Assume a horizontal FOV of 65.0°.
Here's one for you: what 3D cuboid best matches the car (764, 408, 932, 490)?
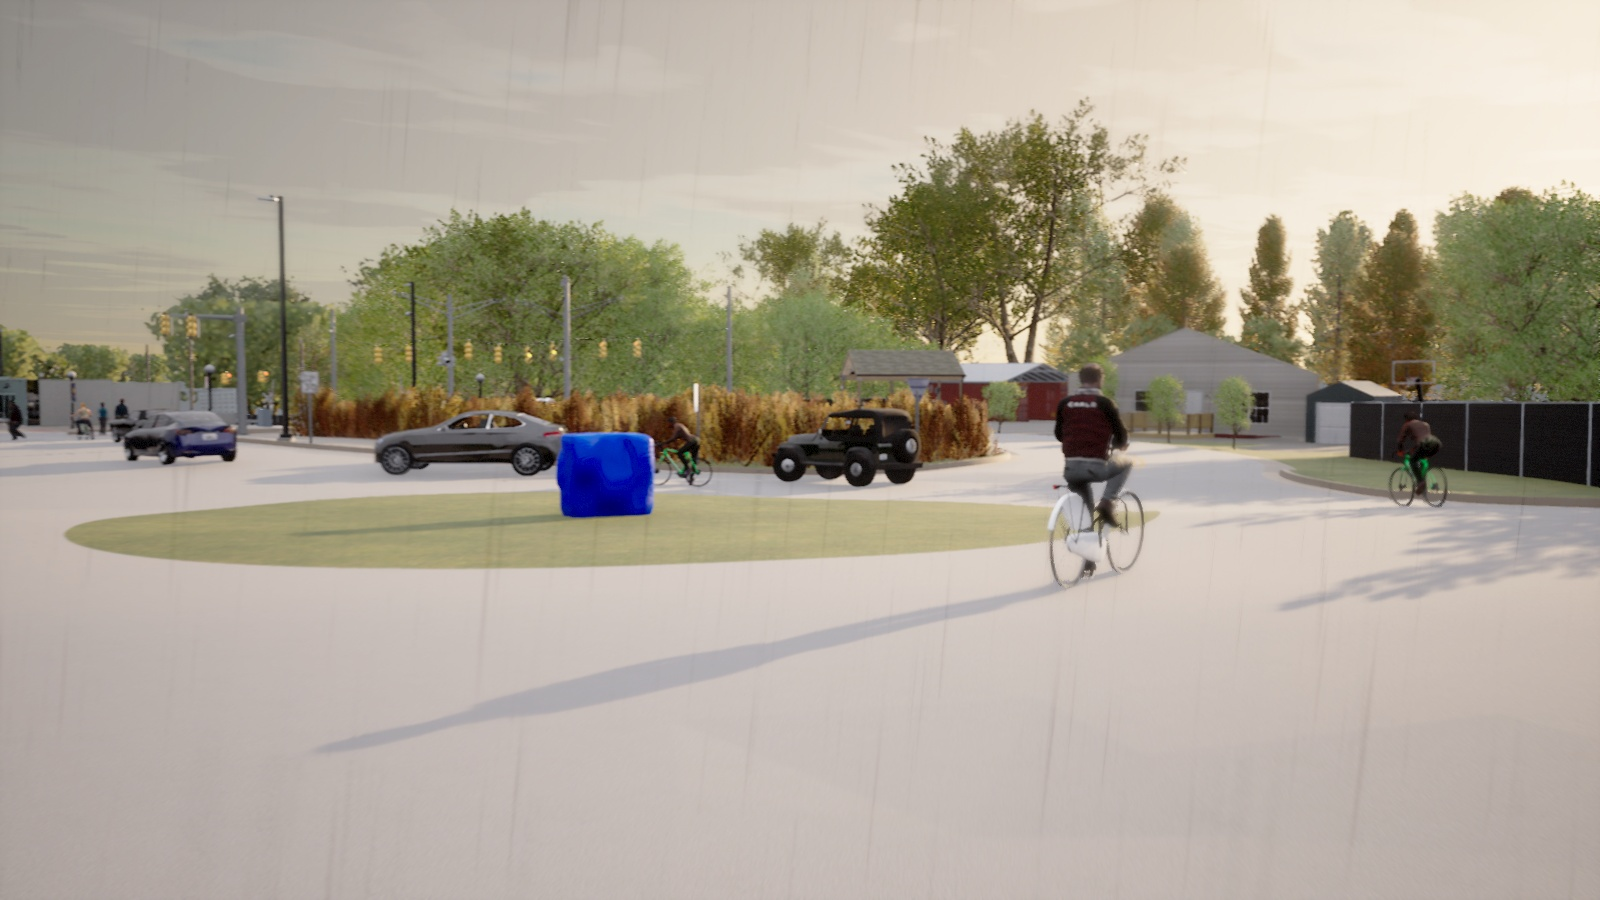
[{"bbox_3d":[1.151,-0.083,31.380,3.866,1.878,1.905,3,3,43],"label":"car"}]

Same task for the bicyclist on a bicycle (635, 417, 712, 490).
[{"bbox_3d":[-2.915,0.065,29.072,1.656,1.620,0.582,2,2,7],"label":"bicyclist on a bicycle"}]

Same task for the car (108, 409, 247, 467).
[{"bbox_3d":[-18.175,-0.396,36.575,4.792,1.488,2.163,2,5,45],"label":"car"}]

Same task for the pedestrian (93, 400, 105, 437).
[{"bbox_3d":[-37.164,-1.687,66.568,0.396,1.930,0.692,-2,4,-39],"label":"pedestrian"}]

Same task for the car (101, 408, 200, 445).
[{"bbox_3d":[-24.884,-0.931,48.021,4.718,1.301,1.895,2,4,44],"label":"car"}]

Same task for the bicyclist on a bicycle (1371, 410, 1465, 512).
[{"bbox_3d":[10.290,0.205,20.964,0.582,1.620,1.656,-1,-2,-5],"label":"bicyclist on a bicycle"}]

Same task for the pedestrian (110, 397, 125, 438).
[{"bbox_3d":[-31.285,-1.489,57.575,0.370,1.835,0.726,-3,5,-43],"label":"pedestrian"}]

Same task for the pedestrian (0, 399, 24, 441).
[{"bbox_3d":[-35.231,-1.365,56.008,0.634,1.844,0.899,3,4,41],"label":"pedestrian"}]

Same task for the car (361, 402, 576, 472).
[{"bbox_3d":[-8.526,-0.361,32.649,5.027,1.651,2.152,1,3,-2],"label":"car"}]

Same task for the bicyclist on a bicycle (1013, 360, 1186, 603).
[{"bbox_3d":[2.443,0.202,10.103,0.659,1.776,1.843,2,3,36],"label":"bicyclist on a bicycle"}]
